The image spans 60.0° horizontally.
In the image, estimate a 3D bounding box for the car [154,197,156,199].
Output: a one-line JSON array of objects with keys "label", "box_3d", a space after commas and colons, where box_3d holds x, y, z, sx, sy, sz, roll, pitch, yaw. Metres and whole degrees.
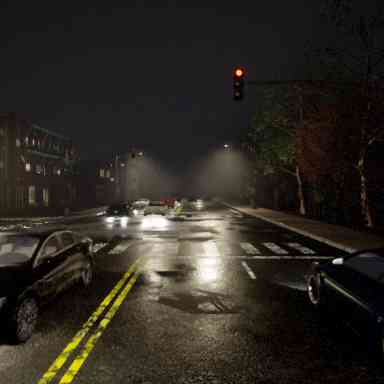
[{"label": "car", "box_3d": [-6.586, 1.543, 60.204, 1.994, 1.385, 4.181, 0, 0, 0]}]

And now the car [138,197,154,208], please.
[{"label": "car", "box_3d": [-6.609, 1.586, 44.282, 1.895, 1.301, 4.718, 0, 0, 0]}]

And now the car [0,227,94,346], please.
[{"label": "car", "box_3d": [-3.350, 1.490, 6.436, 2.128, 1.511, 4.902, 0, 0, 0]}]

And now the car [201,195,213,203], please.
[{"label": "car", "box_3d": [3.337, 1.466, 68.349, 2.128, 1.511, 4.902, 0, 0, 0]}]

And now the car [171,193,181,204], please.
[{"label": "car", "box_3d": [-3.303, 1.199, 65.965, 2.150, 2.045, 5.566, 0, 0, 1]}]

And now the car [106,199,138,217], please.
[{"label": "car", "box_3d": [-6.607, 1.556, 30.906, 1.994, 1.385, 4.181, 0, 0, 0]}]

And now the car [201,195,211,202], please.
[{"label": "car", "box_3d": [3.231, 1.509, 78.533, 2.033, 1.411, 5.357, 0, 0, 0]}]

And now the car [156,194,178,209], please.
[{"label": "car", "box_3d": [-3.352, 1.463, 45.215, 1.882, 1.535, 5.008, 0, 0, 0]}]

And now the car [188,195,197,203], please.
[{"label": "car", "box_3d": [0.086, 1.500, 69.677, 1.812, 1.442, 4.674, 0, 0, 0]}]

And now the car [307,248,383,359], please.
[{"label": "car", "box_3d": [3.337, 1.563, 5.254, 1.994, 1.385, 4.181, 0, 0, 1]}]

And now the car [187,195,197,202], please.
[{"label": "car", "box_3d": [-0.017, 1.494, 79.758, 2.128, 1.511, 4.902, 0, 0, 0]}]

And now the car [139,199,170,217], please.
[{"label": "car", "box_3d": [-3.357, 1.593, 30.929, 1.895, 1.301, 4.718, 0, 0, 0]}]
